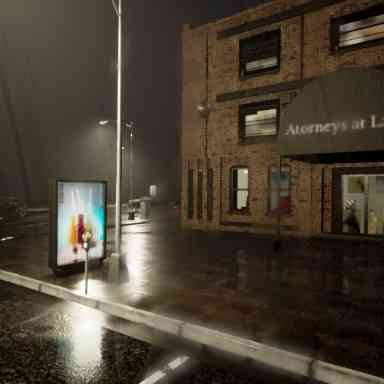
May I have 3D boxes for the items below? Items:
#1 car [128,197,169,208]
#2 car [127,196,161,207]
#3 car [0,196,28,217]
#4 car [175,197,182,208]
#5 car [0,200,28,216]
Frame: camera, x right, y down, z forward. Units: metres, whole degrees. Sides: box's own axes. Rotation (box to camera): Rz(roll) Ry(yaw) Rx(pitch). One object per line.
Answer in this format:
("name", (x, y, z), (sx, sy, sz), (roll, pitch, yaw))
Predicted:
("car", (-5.148, 1.315, 42.127), (2.033, 1.411, 5.357), (1, 1, 36))
("car", (-6.521, 1.315, 45.748), (1.895, 1.301, 4.718), (1, 1, 36))
("car", (-16.000, 1.232, 27.128), (2.097, 1.767, 4.553), (1, 1, 35))
("car", (-0.171, 1.296, 43.099), (1.837, 1.490, 4.892), (1, 1, 36))
("car", (-17.740, 1.429, 30.340), (1.895, 1.301, 4.718), (1, 1, 33))
